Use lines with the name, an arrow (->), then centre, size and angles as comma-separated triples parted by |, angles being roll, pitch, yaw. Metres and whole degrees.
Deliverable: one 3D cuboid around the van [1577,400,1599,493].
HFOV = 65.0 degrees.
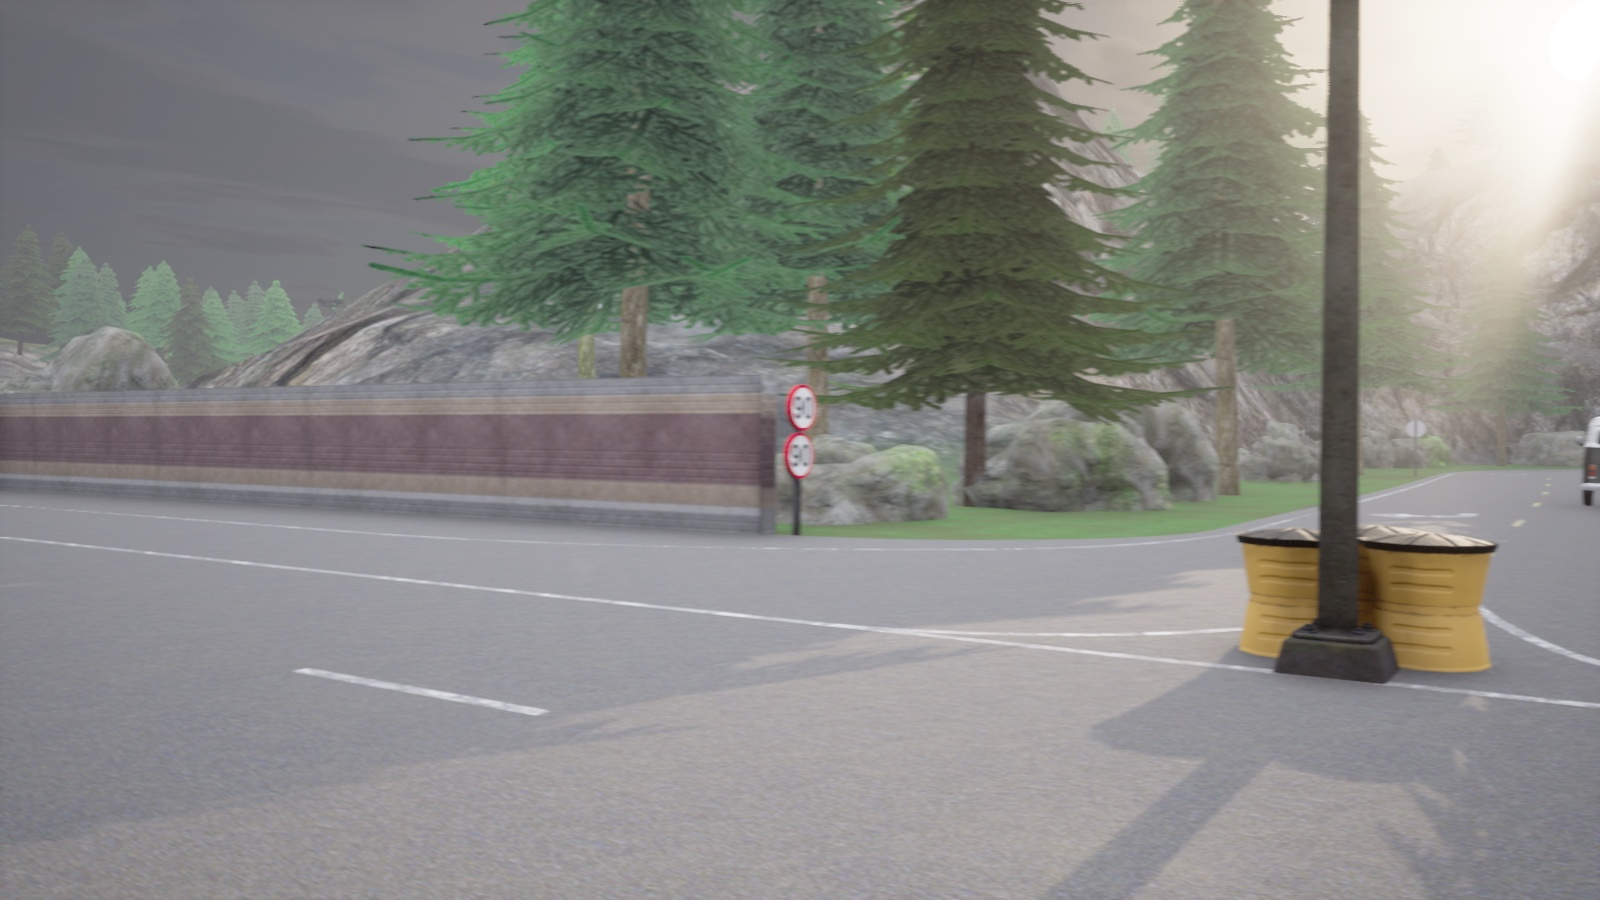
van -> 19.130, -0.118, 28.891 | 2.069, 2.038, 4.480 | 0, 1, 32
